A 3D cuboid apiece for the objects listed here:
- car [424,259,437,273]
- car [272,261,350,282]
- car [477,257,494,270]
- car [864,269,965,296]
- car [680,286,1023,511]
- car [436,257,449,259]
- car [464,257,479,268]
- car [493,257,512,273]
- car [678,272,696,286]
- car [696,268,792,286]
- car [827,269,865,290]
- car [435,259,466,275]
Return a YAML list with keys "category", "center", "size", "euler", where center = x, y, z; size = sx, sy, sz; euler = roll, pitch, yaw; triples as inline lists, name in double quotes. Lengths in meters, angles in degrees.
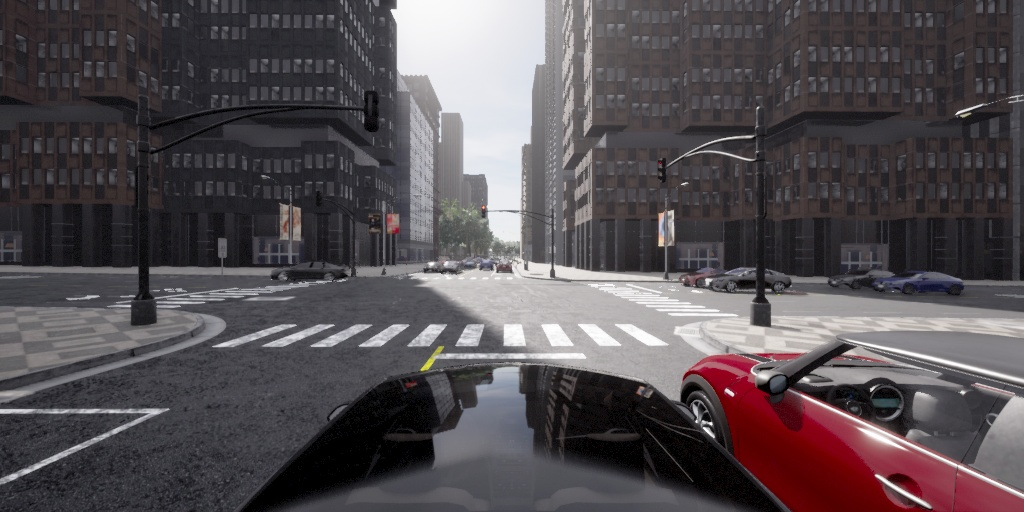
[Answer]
- category: "car"
  center: [-9.454, 1.323, 43.485]
  size: [1.948, 1.339, 4.313]
  euler: [0, 0, -1]
- category: "car"
  center: [-14.240, 1.076, 25.513]
  size: [4.892, 1.490, 1.837]
  euler: [1, 3, -11]
- category: "car"
  center: [-3.725, 1.304, 53.126]
  size: [1.812, 1.442, 4.674]
  euler: [0, 0, -1]
- category: "car"
  center: [25.515, 1.669, 22.565]
  size: [4.674, 1.442, 1.812]
  euler: [1, 0, -1]
- category: "car"
  center: [2.760, 1.190, 2.240]
  size: [1.967, 1.591, 4.097]
  euler: [0, 0, 0]
- category: "car"
  center: [-9.531, 1.084, 48.910]
  size: [2.192, 1.841, 5.009]
  euler: [0, 0, -1]
- category: "car"
  center: [-7.009, 1.343, 60.230]
  size: [2.033, 1.411, 5.357]
  euler: [0, 0, -1]
- category: "car"
  center: [-0.930, 1.197, 43.604]
  size: [1.967, 1.591, 4.097]
  euler: [0, 0, -1]
- category: "car"
  center: [14.259, 1.541, 25.675]
  size: [4.181, 1.385, 1.994]
  euler: [1, 0, 0]
- category: "car"
  center: [14.675, 1.478, 22.433]
  size: [4.902, 1.511, 2.128]
  euler: [1, 0, -1]
- category: "car"
  center: [25.512, 1.666, 25.827]
  size: [4.674, 1.442, 1.812]
  euler: [1, 0, -1]
- category: "car"
  center: [-6.743, 1.297, 40.045]
  size: [2.033, 1.411, 5.357]
  euler: [0, 0, -1]
